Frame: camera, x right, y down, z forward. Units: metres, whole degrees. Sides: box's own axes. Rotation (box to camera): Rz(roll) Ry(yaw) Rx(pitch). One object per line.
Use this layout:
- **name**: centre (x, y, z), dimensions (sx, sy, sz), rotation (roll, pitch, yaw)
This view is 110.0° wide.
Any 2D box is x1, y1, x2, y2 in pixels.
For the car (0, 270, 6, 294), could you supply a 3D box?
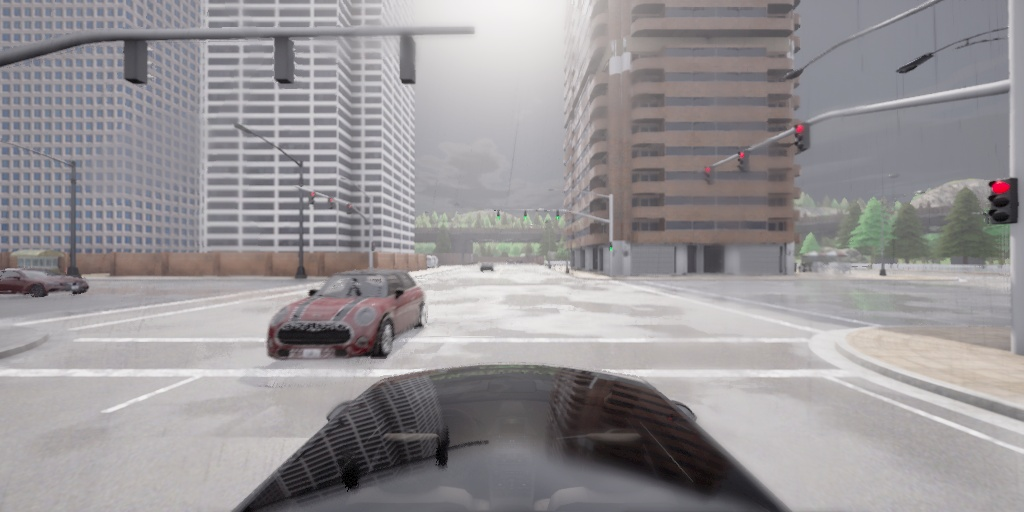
- **car**: centre (-25.343, 1.319, 15.070), dimensions (4.902, 1.511, 2.128), rotation (0, 0, 0)

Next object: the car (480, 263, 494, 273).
- **car**: centre (-3.512, 1.595, 50.863), dimensions (1.895, 1.301, 4.718), rotation (0, 0, 0)

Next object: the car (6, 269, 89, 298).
- **car**: centre (-24.977, 1.373, 18.588), dimensions (4.674, 1.442, 1.812), rotation (0, 0, 0)

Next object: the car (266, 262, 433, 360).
- **car**: centre (-3.500, 1.124, 8.513), dimensions (2.097, 1.767, 4.553), rotation (0, 0, 0)
